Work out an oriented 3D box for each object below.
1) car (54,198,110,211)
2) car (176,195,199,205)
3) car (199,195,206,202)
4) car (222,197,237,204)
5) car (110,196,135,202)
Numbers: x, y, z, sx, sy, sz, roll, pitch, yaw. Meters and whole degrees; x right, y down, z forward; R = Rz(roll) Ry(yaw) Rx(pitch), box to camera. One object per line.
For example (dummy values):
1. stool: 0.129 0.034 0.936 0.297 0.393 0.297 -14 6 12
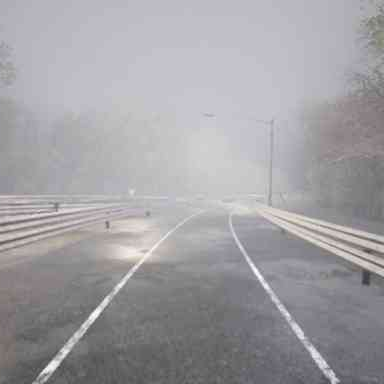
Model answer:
1. car: -10.086 1.254 29.859 2.128 1.511 4.902 2 0 24
2. car: -1.043 1.545 58.679 1.895 1.301 4.718 2 0 24
3. car: 1.487 1.491 72.907 2.128 1.511 4.902 2 0 24
4. car: 7.874 1.716 70.050 2.033 1.411 5.357 2 0 24
5. car: -9.944 1.231 47.328 1.812 1.442 4.674 2 0 24
